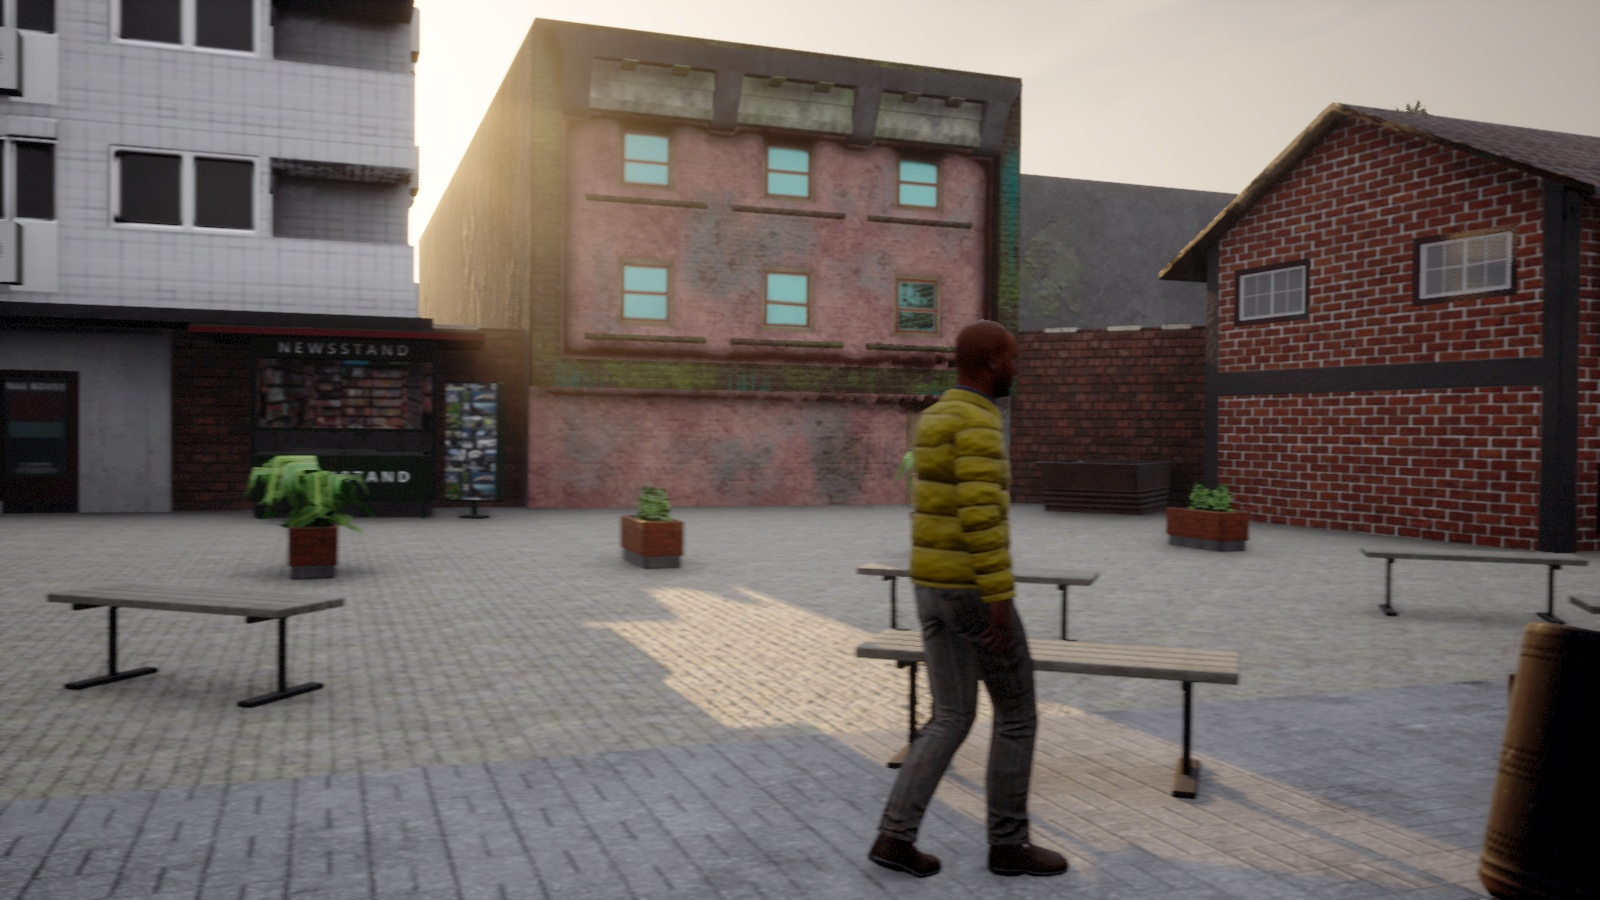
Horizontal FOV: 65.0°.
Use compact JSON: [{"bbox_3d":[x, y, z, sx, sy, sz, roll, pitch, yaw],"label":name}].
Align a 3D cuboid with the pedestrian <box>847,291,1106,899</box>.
[{"bbox_3d":[0.567,0.436,4.060,0.726,1.835,0.370,-1,1,-19],"label":"pedestrian"}]
